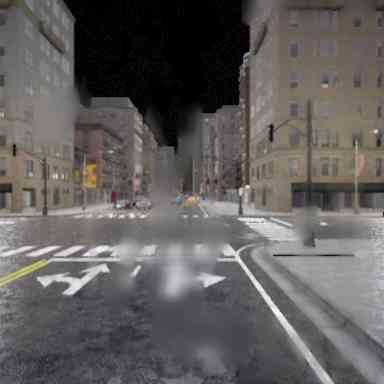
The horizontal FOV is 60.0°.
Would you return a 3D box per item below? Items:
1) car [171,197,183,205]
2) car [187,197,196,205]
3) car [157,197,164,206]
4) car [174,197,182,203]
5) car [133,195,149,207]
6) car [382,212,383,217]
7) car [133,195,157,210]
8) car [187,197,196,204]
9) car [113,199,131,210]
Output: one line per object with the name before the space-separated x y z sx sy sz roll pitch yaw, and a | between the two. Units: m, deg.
car | -3.320 2.070 70.770 1.994 1.385 4.181 0 -1 0
car | -0.070 1.993 70.391 1.882 1.535 5.008 0 -1 0
car | -6.570 1.813 64.048 2.097 1.767 4.553 0 -1 0
car | -3.330 2.006 80.807 1.812 1.442 4.674 0 -1 0
car | -9.818 1.675 64.161 2.150 2.045 5.566 0 1 0
car | 18.799 1.691 28.609 4.181 1.385 1.994 0 0 0
car | -6.621 1.674 47.263 2.097 1.767 4.553 0 0 0
car | -0.080 2.007 80.810 2.128 1.511 4.902 0 -1 0
car | -9.873 1.812 47.164 2.128 1.511 4.902 0 0 0
